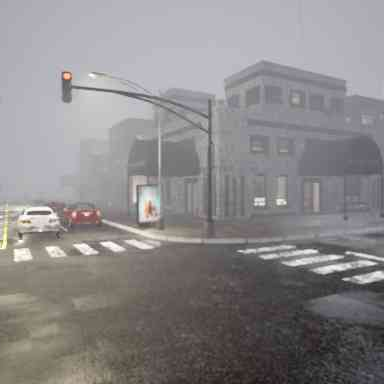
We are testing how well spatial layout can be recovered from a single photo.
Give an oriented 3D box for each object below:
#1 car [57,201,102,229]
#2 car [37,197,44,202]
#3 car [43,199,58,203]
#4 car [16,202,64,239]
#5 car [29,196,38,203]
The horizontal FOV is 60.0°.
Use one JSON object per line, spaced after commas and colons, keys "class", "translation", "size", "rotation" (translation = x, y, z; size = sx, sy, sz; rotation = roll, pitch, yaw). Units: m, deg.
{"class": "car", "translation": [-7.162, 1.378, 21.406], "size": [1.967, 1.590, 4.097], "rotation": [-1, 1, -29]}
{"class": "car", "translation": [-15.385, 1.496, 36.389], "size": [2.008, 1.369, 4.403], "rotation": [-1, 1, -29]}
{"class": "car", "translation": [-12.643, 1.524, 31.395], "size": [1.802, 1.307, 4.206], "rotation": [-1, 1, -29]}
{"class": "car", "translation": [-7.974, 1.490, 17.232], "size": [1.812, 1.442, 4.674], "rotation": [-1, 0, -27]}
{"class": "car", "translation": [-23.608, 1.508, 51.370], "size": [2.008, 1.369, 4.403], "rotation": [-1, 1, -29]}
